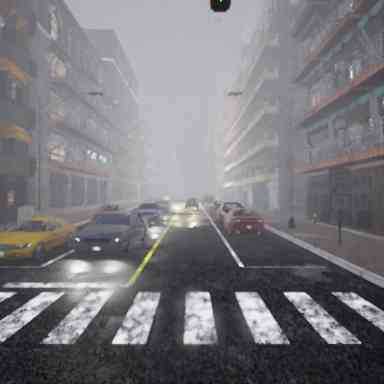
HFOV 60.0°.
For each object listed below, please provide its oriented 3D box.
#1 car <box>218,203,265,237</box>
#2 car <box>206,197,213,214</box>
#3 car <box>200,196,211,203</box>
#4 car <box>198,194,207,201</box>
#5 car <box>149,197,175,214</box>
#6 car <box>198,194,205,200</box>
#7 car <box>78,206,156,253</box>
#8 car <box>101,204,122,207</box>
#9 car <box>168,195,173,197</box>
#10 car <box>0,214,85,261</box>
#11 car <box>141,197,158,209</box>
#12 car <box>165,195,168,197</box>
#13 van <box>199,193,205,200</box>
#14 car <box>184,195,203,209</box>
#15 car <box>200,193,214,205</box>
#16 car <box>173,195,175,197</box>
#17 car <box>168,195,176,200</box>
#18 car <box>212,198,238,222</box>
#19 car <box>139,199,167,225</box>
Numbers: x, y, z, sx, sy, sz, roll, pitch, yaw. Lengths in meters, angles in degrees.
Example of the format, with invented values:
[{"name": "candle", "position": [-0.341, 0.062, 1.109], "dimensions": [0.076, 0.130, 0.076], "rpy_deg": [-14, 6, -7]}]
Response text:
[{"name": "car", "position": [2.692, 1.519, 17.882], "dimensions": [1.887, 1.381, 4.507], "rpy_deg": [1, 0, 0]}, {"name": "car", "position": [2.687, 1.533, 34.453], "dimensions": [1.802, 1.307, 4.206], "rpy_deg": [1, 0, 0]}, {"name": "car", "position": [2.678, 1.475, 67.593], "dimensions": [1.947, 1.339, 4.313], "rpy_deg": [1, 0, 0]}, {"name": "car", "position": [2.675, 1.331, 84.164], "dimensions": [1.967, 1.590, 4.097], "rpy_deg": [1, 0, 0]}, {"name": "car", "position": [-3.105, 1.498, 34.252], "dimensions": [2.033, 1.411, 5.357], "rpy_deg": [0, 0, 0]}, {"name": "car", "position": [2.671, 1.426, 95.211], "dimensions": [1.887, 1.381, 4.507], "rpy_deg": [0, 0, 0]}, {"name": "car", "position": [-3.072, 1.527, 13.889], "dimensions": [2.033, 1.411, 5.357], "rpy_deg": [0, 0, 4]}, {"name": "car", "position": [-5.690, 1.511, 23.418], "dimensions": [1.887, 1.381, 4.507], "rpy_deg": [1, 0, 0]}, {"name": "car", "position": [-5.704, 1.428, 72.958], "dimensions": [1.752, 1.417, 4.829], "rpy_deg": [1, 0, 0]}, {"name": "car", "position": [-5.686, 1.507, 12.201], "dimensions": [1.752, 1.417, 4.829], "rpy_deg": [1, 0, 0]}, {"name": "car", "position": [-5.696, 1.462, 45.342], "dimensions": [1.752, 1.417, 4.829], "rpy_deg": [1, 0, 0]}, {"name": "car", "position": [-5.700, 1.467, 56.558], "dimensions": [1.887, 1.381, 4.507], "rpy_deg": [1, 0, 0]}, {"name": "van", "position": [2.674, 1.227, 89.687], "dimensions": [1.690, 1.788, 3.998], "rpy_deg": [1, 0, 0]}, {"name": "car", "position": [-0.011, 1.486, 43.726], "dimensions": [2.033, 1.411, 5.357], "rpy_deg": [0, 0, 0]}, {"name": "car", "position": [2.684, 1.238, 56.547], "dimensions": [2.192, 1.841, 5.009], "rpy_deg": [1, 0, 0]}, {"name": "car", "position": [-5.706, 1.448, 78.652], "dimensions": [2.008, 1.369, 4.403], "rpy_deg": [1, 0, 0]}, {"name": "car", "position": [-5.711, 1.432, 95.222], "dimensions": [2.008, 1.369, 4.403], "rpy_deg": [1, 0, 0]}, {"name": "car", "position": [2.692, 1.406, 23.406], "dimensions": [1.967, 1.590, 4.097], "rpy_deg": [1, 0, 0]}, {"name": "car", "position": [-3.099, 1.491, 23.997], "dimensions": [1.812, 1.442, 4.674], "rpy_deg": [0, 0, 0]}]
